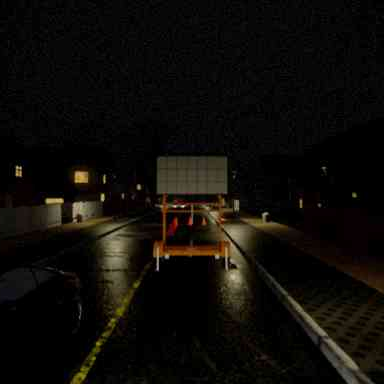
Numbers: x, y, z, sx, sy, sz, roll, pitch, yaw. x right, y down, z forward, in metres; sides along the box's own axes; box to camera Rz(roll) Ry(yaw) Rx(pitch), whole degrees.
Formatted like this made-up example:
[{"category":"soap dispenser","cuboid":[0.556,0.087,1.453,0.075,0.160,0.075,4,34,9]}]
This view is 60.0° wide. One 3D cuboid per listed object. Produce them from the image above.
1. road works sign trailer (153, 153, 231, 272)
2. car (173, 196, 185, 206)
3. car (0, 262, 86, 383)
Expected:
[{"category":"road works sign trailer","cuboid":[0.007,0.511,11.000,2.380,3.560,2.880,0,0,0]},{"category":"car","cuboid":[-2.706,1.794,69.445,2.150,2.045,5.566,0,-1,0]},{"category":"car","cuboid":[-2.748,1.579,3.846,1.994,1.385,4.181,0,0,0]}]
